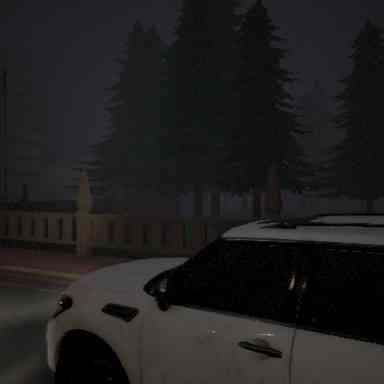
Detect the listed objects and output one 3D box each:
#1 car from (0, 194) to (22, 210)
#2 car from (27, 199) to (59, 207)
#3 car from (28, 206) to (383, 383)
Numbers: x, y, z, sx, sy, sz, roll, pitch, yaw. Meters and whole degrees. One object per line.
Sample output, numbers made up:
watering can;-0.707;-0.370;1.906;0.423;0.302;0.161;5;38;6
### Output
car;-22.164;1.277;39.641;2.150;2.045;5.566;0;0;22
car;-17.843;1.580;41.026;1.812;1.442;4.674;0;0;21
car;1.103;1.221;2.954;5.566;2.045;2.150;0;0;34
